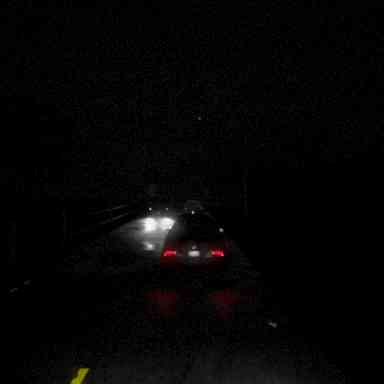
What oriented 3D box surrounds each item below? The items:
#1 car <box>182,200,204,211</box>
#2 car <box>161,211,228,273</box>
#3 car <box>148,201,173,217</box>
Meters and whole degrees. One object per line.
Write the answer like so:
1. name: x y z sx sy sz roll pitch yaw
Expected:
1. car: 0.092 1.421 29.480 1.812 1.442 4.674 0 1 0
2. car: 0.067 1.560 10.708 2.033 1.411 5.357 0 0 0
3. car: -2.823 1.487 30.432 1.895 1.301 4.718 0 1 0
